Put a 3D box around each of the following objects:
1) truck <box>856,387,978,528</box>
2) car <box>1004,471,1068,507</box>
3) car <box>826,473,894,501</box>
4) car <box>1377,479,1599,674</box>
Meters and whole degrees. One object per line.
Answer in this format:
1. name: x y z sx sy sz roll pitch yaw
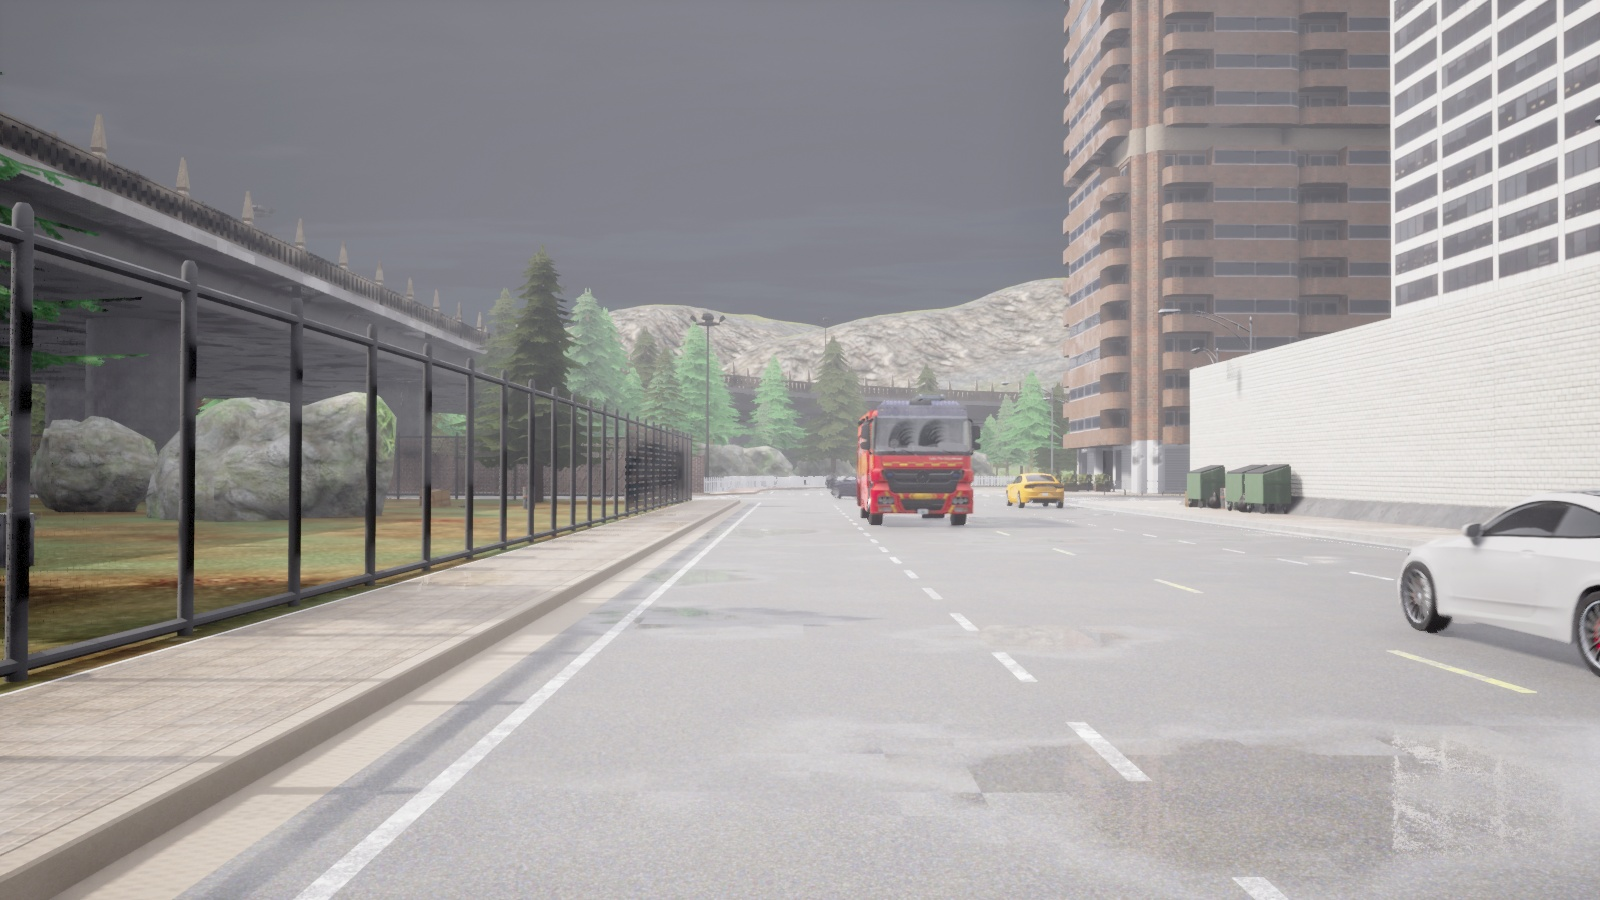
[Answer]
1. truck: 3.383 0.281 38.493 2.891 3.827 8.468 0 -1 0
2. car: 10.344 1.679 55.419 1.882 1.535 5.008 0 -1 0
3. car: 3.328 2.025 70.174 1.845 1.501 3.633 1 -1 -37
4. car: 6.969 0.994 10.830 1.812 1.442 4.674 0 -1 0
